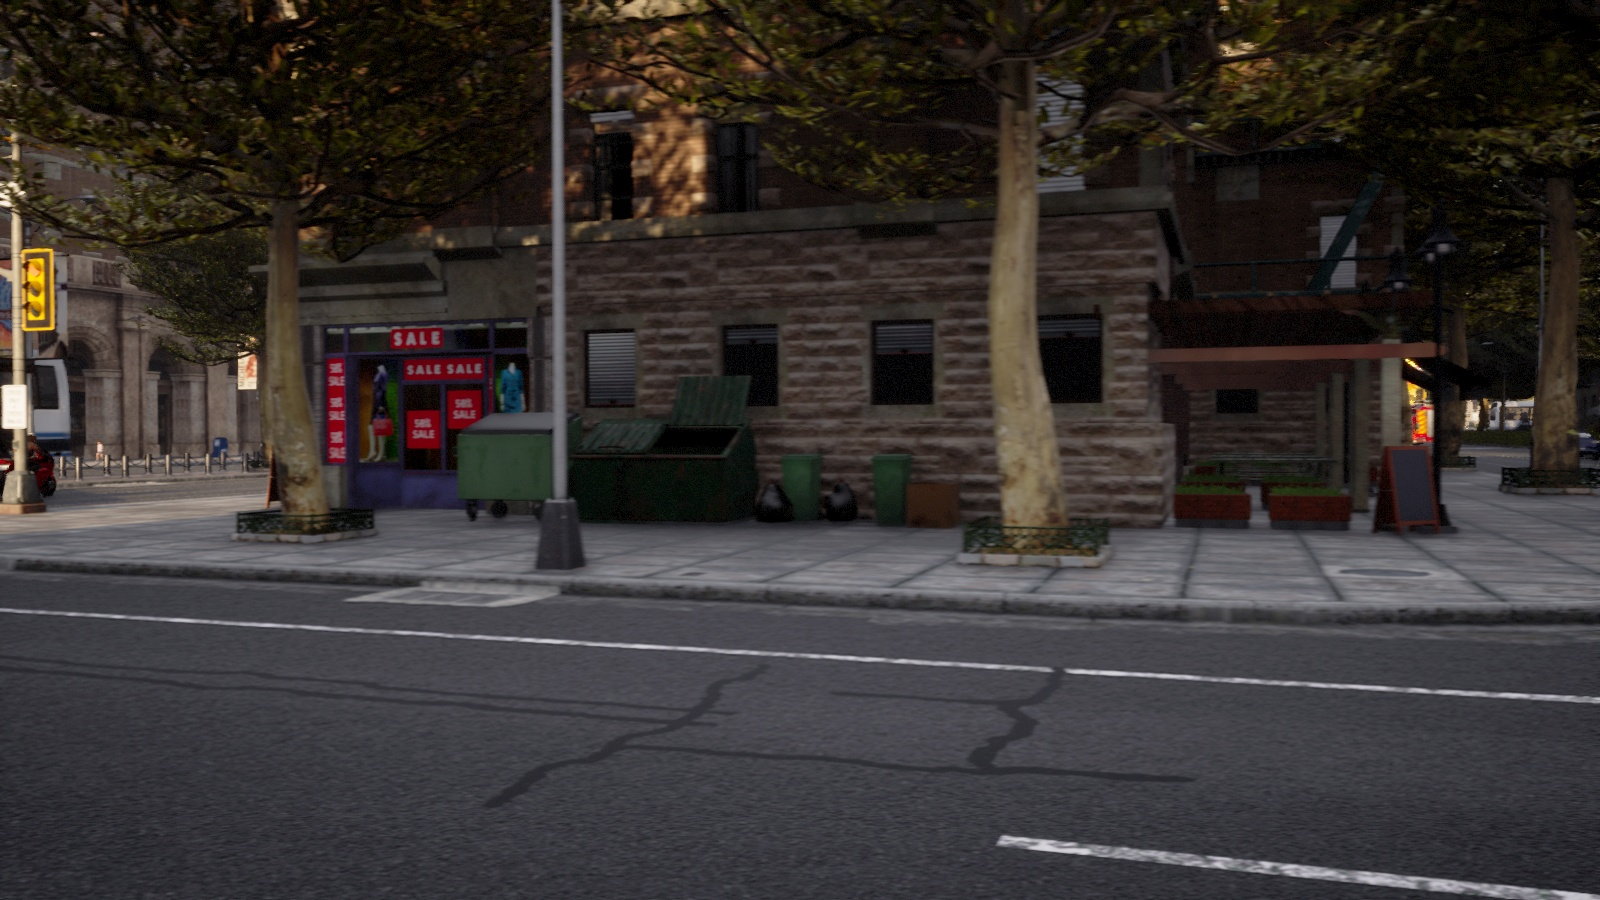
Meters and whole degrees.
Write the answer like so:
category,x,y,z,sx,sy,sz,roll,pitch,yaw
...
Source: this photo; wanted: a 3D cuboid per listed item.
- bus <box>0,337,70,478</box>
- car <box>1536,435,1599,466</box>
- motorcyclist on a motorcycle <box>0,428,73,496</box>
category,x,y,z,sx,sy,sz,roll,pitch,yaw
bus,-26.952,-1.240,35.962,3.944,4.253,10.273,1,1,20
car,38.004,0.005,62.152,1.812,1.442,4.674,1,1,19
motorcyclist on a motorcycle,-17.959,0.264,29.247,0.797,1.523,2.044,0,1,1
